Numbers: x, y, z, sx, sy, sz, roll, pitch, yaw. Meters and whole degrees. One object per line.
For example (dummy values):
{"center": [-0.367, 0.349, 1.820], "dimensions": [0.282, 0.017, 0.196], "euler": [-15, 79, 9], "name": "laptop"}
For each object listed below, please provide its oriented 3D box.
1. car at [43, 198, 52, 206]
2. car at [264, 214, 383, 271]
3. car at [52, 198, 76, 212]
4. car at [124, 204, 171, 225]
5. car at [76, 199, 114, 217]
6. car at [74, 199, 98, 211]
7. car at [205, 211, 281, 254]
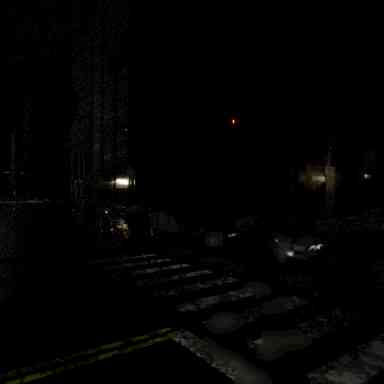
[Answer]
{"center": [-26.506, 1.802, 62.428], "dimensions": [2.128, 1.511, 4.902], "euler": [1, -1, -36], "name": "car"}
{"center": [4.759, 1.529, 11.060], "dimensions": [4.674, 1.442, 1.812], "euler": [0, 0, -35], "name": "car"}
{"center": [-15.478, 1.724, 41.408], "dimensions": [2.033, 1.411, 5.357], "euler": [1, -1, -34], "name": "car"}
{"center": [-3.370, 1.607, 24.360], "dimensions": [1.812, 1.442, 4.674], "euler": [1, -1, -37], "name": "car"}
{"center": [-9.324, 1.620, 32.722], "dimensions": [2.128, 1.511, 4.902], "euler": [1, -1, -36], "name": "car"}
{"center": [-14.720, 1.742, 45.838], "dimensions": [1.812, 1.442, 4.674], "euler": [1, -1, -35], "name": "car"}
{"center": [2.689, 1.537, 13.587], "dimensions": [4.674, 1.442, 1.812], "euler": [0, 0, -35], "name": "car"}
